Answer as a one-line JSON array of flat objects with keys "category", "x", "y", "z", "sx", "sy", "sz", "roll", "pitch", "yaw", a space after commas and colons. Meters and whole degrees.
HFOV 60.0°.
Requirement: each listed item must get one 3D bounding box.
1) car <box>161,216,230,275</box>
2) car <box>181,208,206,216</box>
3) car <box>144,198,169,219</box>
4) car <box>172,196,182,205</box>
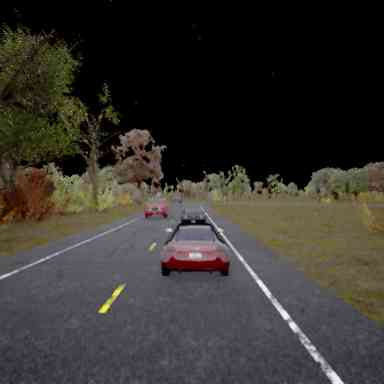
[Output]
[{"category": "car", "x": 0.098, "y": 1.693, "z": 10.931, "sx": 1.994, "sy": 1.385, "sz": 4.181, "roll": 0, "pitch": -1, "yaw": 0}, {"category": "car", "x": 0.111, "y": 1.908, "z": 26.470, "sx": 1.895, "sy": 1.301, "sz": 4.718, "roll": 0, "pitch": -1, "yaw": 0}, {"category": "car", "x": -3.574, "y": 1.624, "z": 34.677, "sx": 2.150, "sy": 2.045, "sz": 5.566, "roll": 0, "pitch": -1, "yaw": 0}, {"category": "car", "x": -3.453, "y": 1.887, "z": 76.646, "sx": 2.150, "sy": 2.045, "sz": 5.566, "roll": 0, "pitch": -1, "yaw": 0}]
